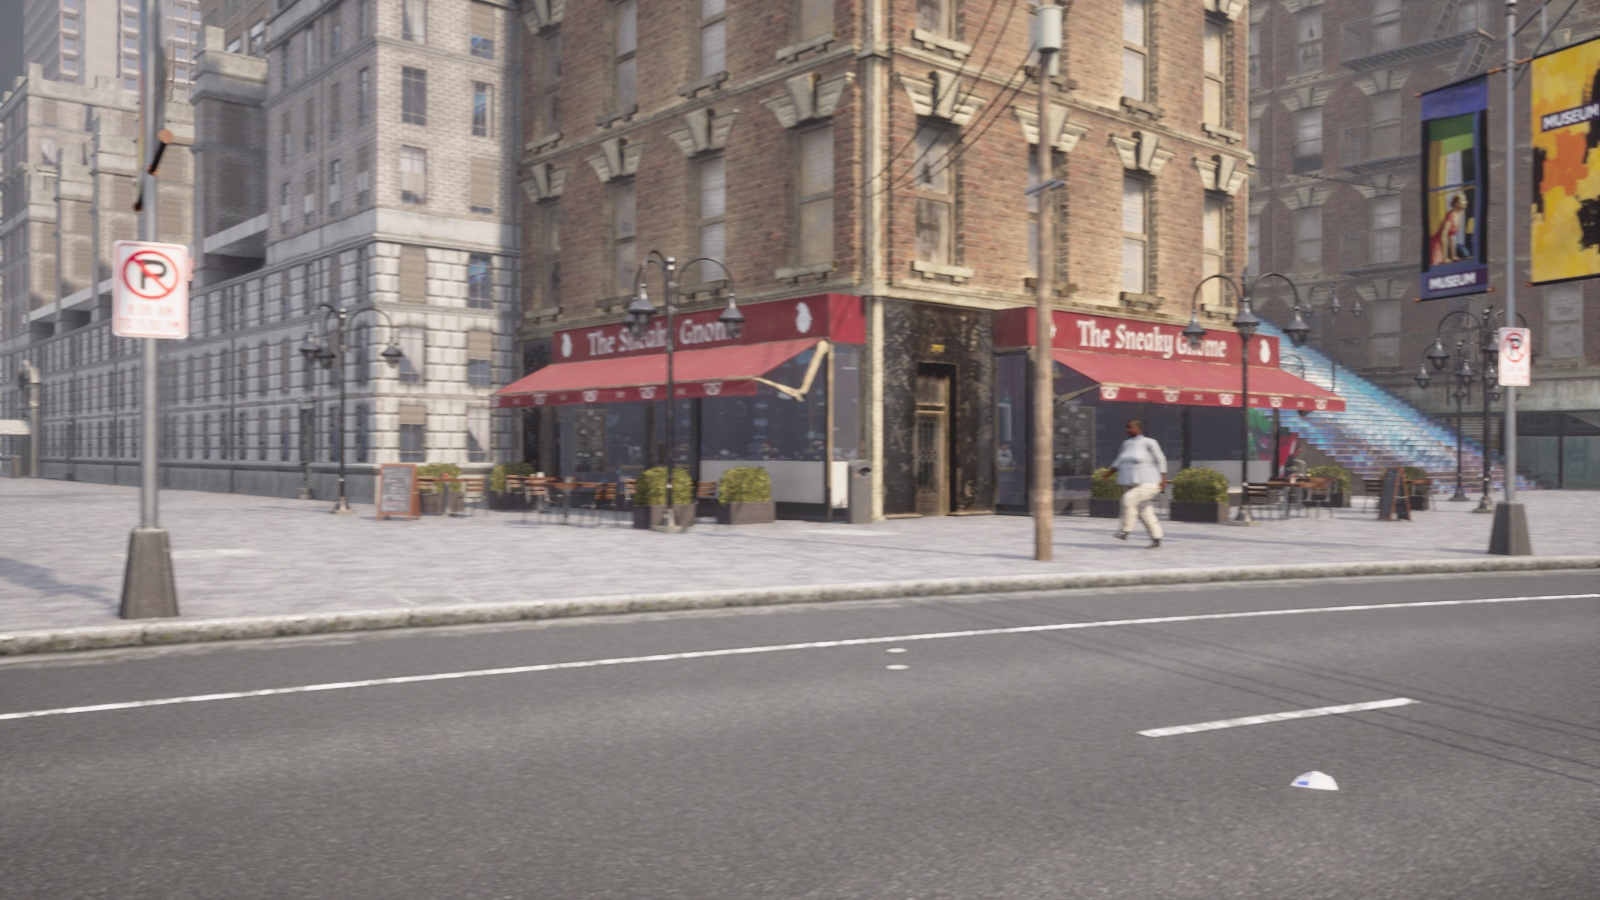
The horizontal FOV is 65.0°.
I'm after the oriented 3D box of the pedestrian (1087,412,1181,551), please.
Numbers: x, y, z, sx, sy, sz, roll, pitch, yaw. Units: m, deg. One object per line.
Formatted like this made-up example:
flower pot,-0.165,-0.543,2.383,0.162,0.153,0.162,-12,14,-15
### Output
pedestrian,4.597,0.423,17.315,0.900,1.855,0.874,0,0,-24
